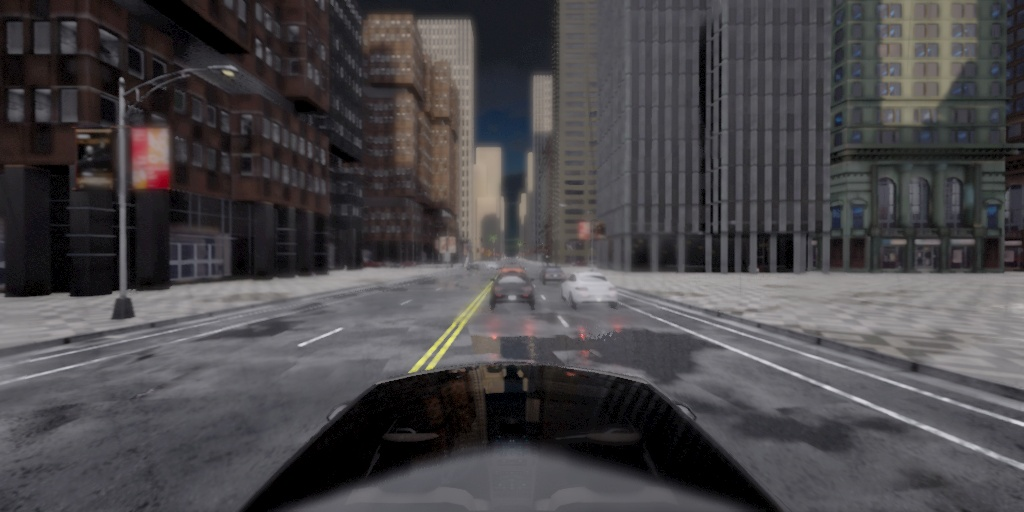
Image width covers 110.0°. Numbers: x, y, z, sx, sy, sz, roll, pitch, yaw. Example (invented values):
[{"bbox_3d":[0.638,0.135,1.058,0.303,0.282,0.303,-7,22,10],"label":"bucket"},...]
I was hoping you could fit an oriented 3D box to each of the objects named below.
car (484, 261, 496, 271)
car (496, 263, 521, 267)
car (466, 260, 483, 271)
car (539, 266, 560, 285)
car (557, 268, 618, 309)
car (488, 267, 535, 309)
[{"bbox_3d":[-3.288,1.764,60.118,1.812,1.442,4.674,0,0,1],"label":"car"},{"bbox_3d":[0.036,1.358,30.253,2.097,1.767,4.553,0,-1,1],"label":"car"},{"bbox_3d":[-6.537,1.805,60.457,1.994,1.385,4.181,0,0,0],"label":"car"},{"bbox_3d":[3.272,1.547,29.358,2.033,1.411,5.357,0,0,0],"label":"car"},{"bbox_3d":[3.284,1.405,15.742,1.812,1.442,4.674,0,0,1],"label":"car"},{"bbox_3d":[0.035,1.405,15.745,1.812,1.442,4.674,0,0,1],"label":"car"}]
